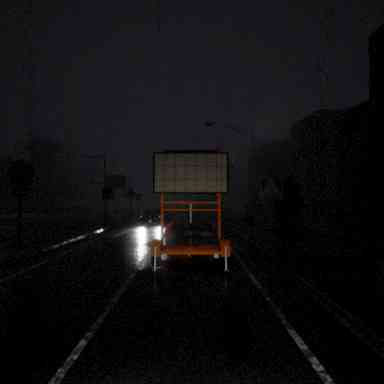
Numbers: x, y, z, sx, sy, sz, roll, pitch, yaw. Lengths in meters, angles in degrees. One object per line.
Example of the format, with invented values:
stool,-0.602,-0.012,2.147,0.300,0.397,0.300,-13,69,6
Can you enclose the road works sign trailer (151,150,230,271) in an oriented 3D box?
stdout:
road works sign trailer,-0.038,0.451,10.754,2.380,3.560,2.880,0,-1,0

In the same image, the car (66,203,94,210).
car,-21.870,2.823,65.017,4.674,1.452,2.002,0,-1,0

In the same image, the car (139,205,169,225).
car,-3.242,2.036,28.137,1.895,1.301,4.718,0,-1,0

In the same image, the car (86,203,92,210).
car,-21.886,2.705,61.871,5.008,1.535,2.097,0,-1,0

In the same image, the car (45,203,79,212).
car,-21.895,2.585,55.322,4.674,1.452,2.002,0,-1,0

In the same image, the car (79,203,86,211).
car,-21.884,2.626,58.598,4.892,1.521,2.231,0,-1,0
